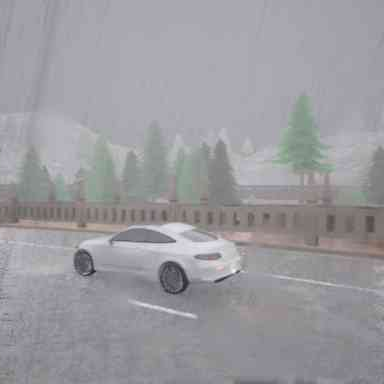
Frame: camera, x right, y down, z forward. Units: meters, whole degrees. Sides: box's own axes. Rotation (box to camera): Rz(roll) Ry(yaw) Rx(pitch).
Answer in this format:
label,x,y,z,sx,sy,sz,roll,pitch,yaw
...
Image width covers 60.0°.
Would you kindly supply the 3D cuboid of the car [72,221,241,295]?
label,x,y,z,sx,sy,sz,roll,pitch,yaw
car,-1.038,1.494,8.589,4.674,1.442,1.812,0,0,32
